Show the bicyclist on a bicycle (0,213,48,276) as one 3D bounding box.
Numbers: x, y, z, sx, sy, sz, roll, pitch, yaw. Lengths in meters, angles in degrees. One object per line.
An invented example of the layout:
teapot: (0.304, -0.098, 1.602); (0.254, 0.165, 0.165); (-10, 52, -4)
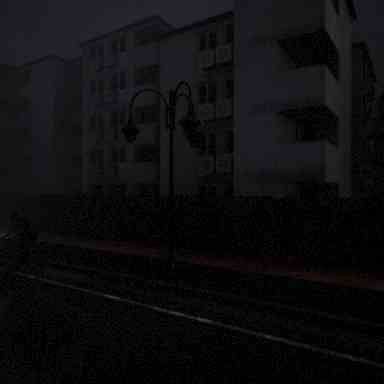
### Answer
bicyclist on a bicycle: (-4.679, 1.386, 9.046); (0.582, 1.620, 1.656); (0, 0, 34)
